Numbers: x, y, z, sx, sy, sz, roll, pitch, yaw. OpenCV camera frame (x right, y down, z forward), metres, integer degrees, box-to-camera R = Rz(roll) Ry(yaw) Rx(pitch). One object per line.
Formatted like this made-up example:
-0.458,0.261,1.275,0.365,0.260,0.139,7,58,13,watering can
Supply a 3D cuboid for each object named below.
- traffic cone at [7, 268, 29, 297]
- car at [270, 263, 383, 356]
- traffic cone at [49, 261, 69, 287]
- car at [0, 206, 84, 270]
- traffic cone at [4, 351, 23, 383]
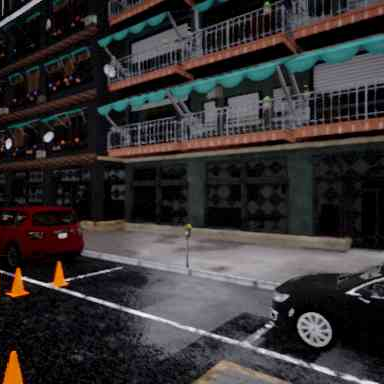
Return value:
-3.910,2.003,7.494,0.340,0.580,0.340,0,-1,37,traffic cone
3.289,1.614,4.617,4.403,1.369,2.008,0,-1,37,car
-3.314,2.013,8.297,0.340,0.580,0.340,0,-1,37,traffic cone
-5.770,1.386,11.328,5.009,1.841,2.192,0,-1,37,car
-1.885,1.979,3.507,0.340,0.580,0.340,0,-1,37,traffic cone
